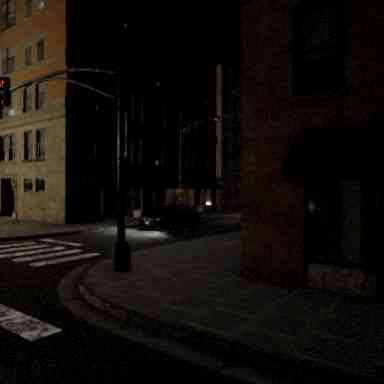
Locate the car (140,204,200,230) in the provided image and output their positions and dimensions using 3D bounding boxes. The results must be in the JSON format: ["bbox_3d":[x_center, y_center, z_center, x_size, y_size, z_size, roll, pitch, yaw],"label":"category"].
[{"bbox_3d":[-1.262,1.533,21.223,1.812,1.442,4.674,0,0,35],"label":"car"}]
